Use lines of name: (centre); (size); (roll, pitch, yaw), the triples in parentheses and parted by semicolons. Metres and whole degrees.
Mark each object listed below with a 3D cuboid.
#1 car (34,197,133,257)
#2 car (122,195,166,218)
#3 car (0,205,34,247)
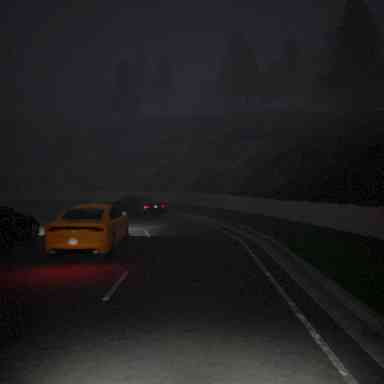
car: (-3.396, 1.143, 11.530); (1.882, 1.535, 5.008); (0, 2, -4)
car: (-3.963, 0.904, 22.397); (2.033, 1.411, 5.357); (-1, 2, -42)
car: (-6.920, 1.175, 11.270); (1.837, 1.490, 4.892); (0, 2, -2)
